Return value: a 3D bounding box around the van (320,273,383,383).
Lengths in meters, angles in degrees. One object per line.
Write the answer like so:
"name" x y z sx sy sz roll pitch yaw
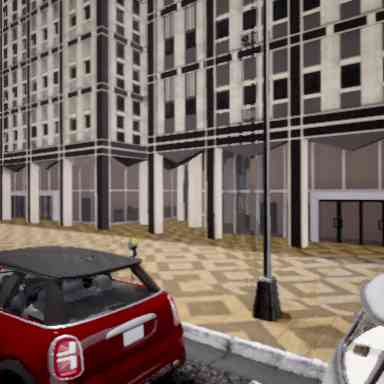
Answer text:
"van" 2.469 1.339 1.113 3.998 1.788 1.690 0 0 36

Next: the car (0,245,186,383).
"car" -2.155 1.446 4.430 4.097 1.590 1.967 0 0 36
